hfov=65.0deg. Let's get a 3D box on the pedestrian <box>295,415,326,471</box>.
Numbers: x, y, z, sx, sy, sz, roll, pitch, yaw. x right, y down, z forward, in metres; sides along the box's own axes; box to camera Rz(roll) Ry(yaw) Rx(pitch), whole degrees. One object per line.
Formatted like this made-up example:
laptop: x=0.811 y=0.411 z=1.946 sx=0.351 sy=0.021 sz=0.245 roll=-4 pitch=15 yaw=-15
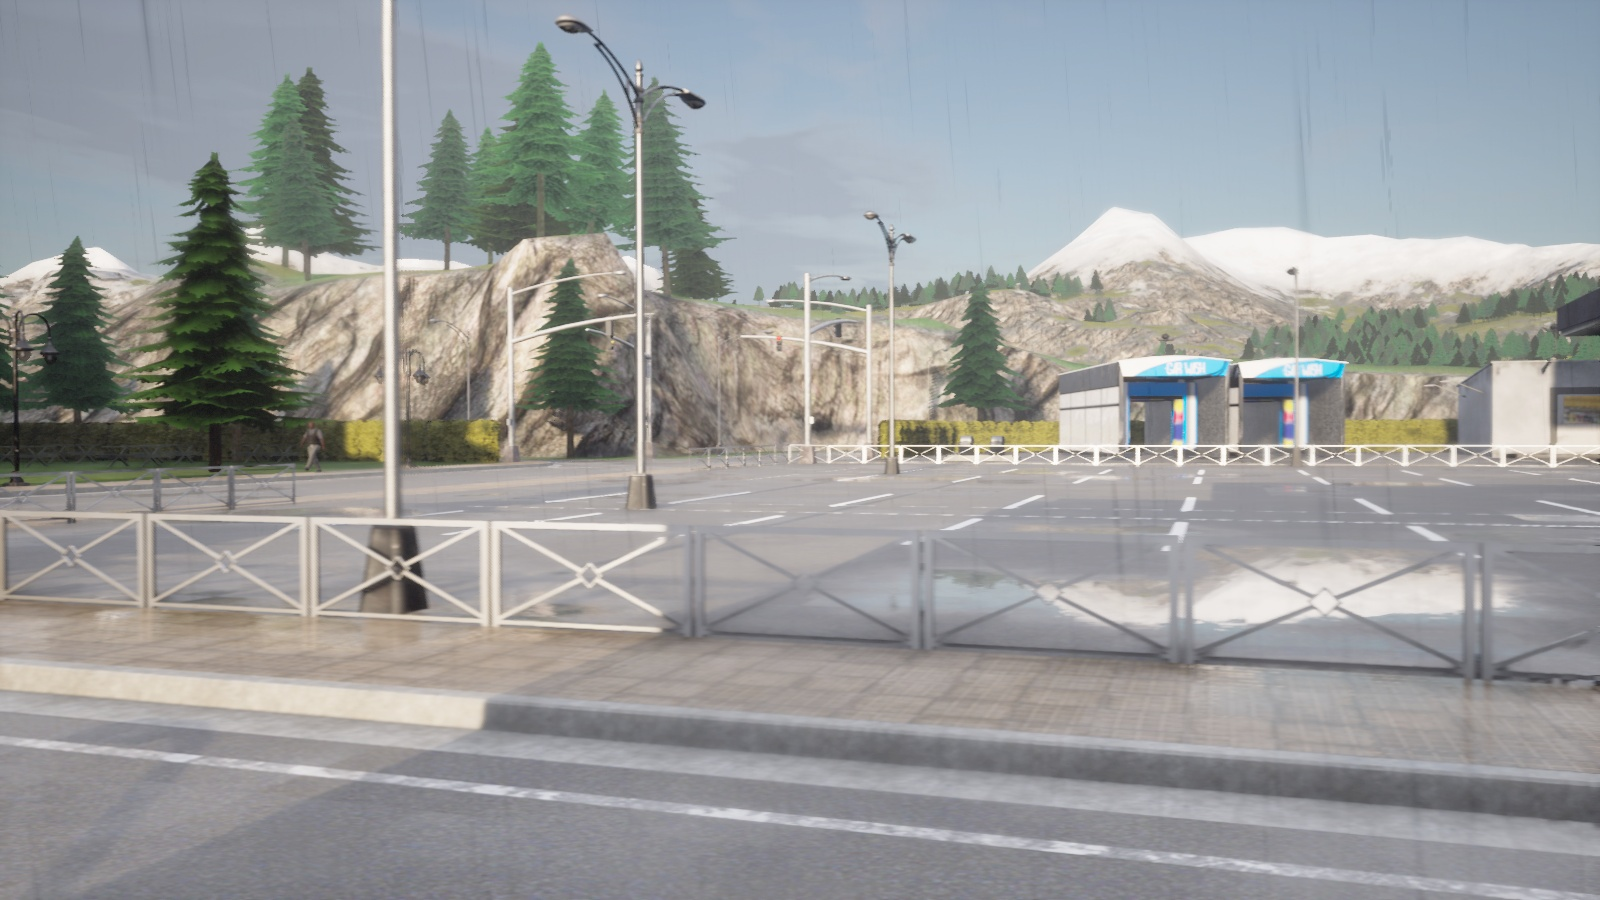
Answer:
pedestrian: x=-16.751 y=-0.254 z=42.989 sx=0.563 sy=1.883 sz=0.849 roll=0 pitch=1 yaw=16
